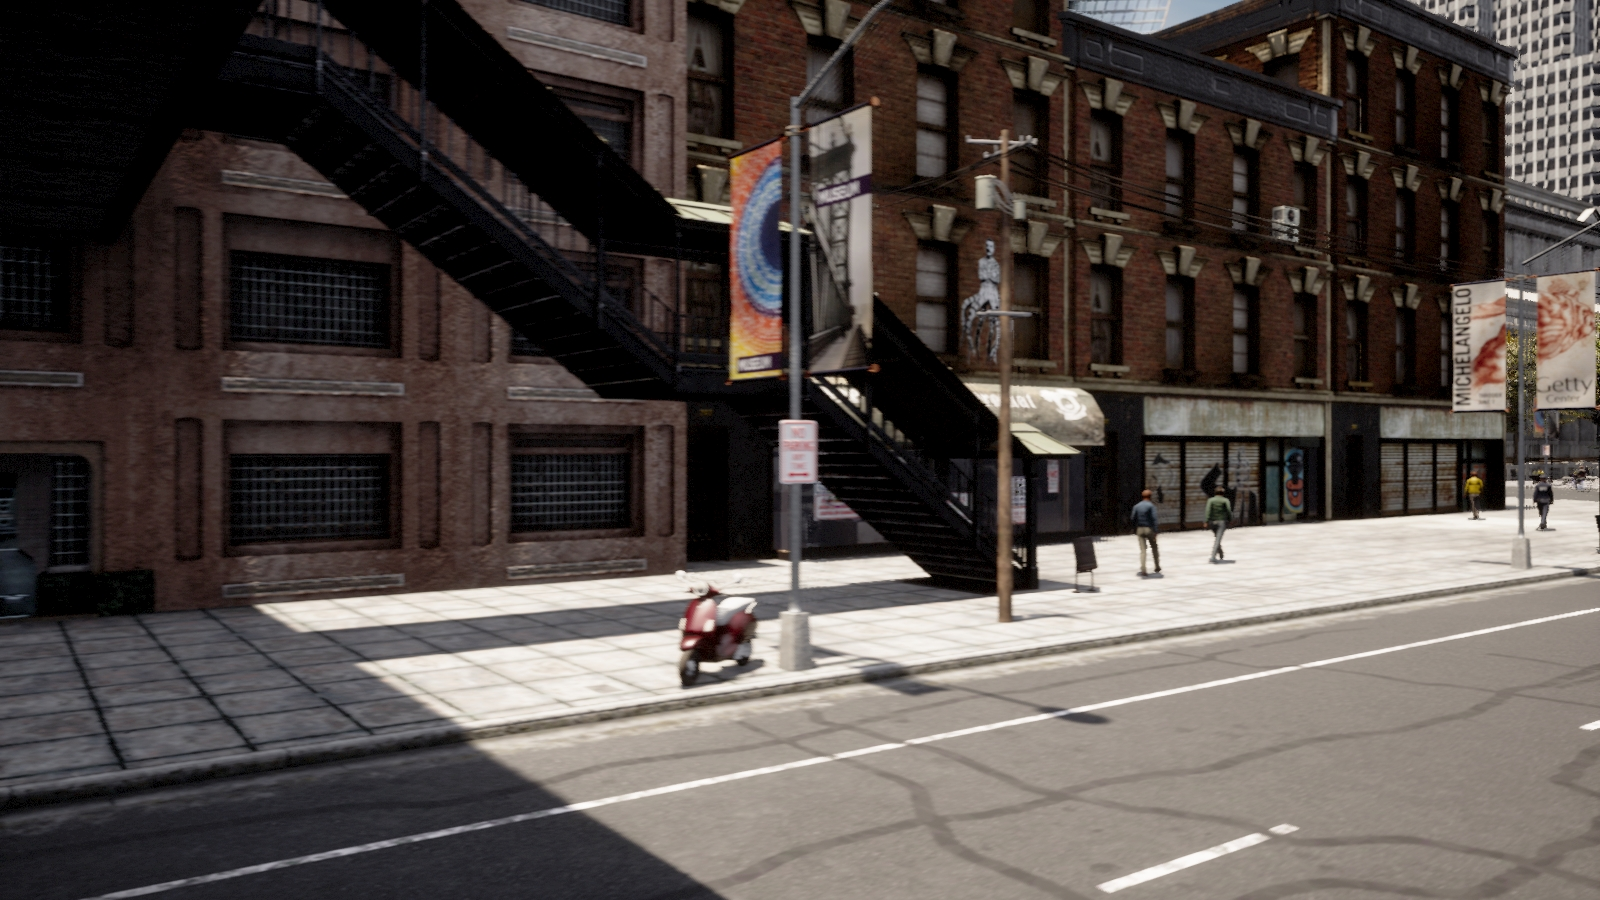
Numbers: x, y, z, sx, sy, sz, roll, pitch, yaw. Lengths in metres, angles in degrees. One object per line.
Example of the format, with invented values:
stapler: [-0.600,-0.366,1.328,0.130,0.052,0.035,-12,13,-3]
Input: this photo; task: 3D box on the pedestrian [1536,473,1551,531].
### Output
pedestrian: [24.358,1.696,37.426,0.375,1.860,0.375,0,0,40]

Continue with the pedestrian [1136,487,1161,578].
pedestrian: [7.222,1.696,23.675,0.375,1.860,0.375,0,0,38]

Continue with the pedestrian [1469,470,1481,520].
pedestrian: [25.443,1.696,43.081,0.375,1.860,0.375,0,0,34]

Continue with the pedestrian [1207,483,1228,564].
pedestrian: [9.748,1.696,26.645,0.375,1.860,0.375,0,0,35]
